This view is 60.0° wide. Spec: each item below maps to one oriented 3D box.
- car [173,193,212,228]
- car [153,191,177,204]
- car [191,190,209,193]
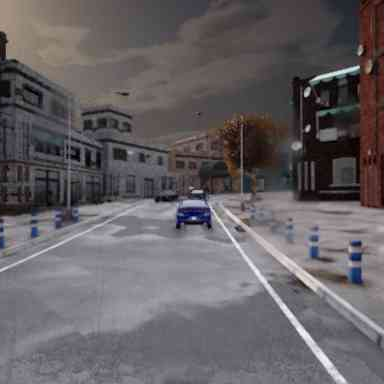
[{"bbox_3d":[0.099,1.101,19.314,1.882,1.535,5.008,0,2,0],"label":"car"},{"bbox_3d":[-2.937,0.600,38.571,1.895,1.301,4.718,0,2,12],"label":"car"},{"bbox_3d":[0.870,0.459,38.074,1.882,1.535,5.008,-1,2,9],"label":"car"}]
